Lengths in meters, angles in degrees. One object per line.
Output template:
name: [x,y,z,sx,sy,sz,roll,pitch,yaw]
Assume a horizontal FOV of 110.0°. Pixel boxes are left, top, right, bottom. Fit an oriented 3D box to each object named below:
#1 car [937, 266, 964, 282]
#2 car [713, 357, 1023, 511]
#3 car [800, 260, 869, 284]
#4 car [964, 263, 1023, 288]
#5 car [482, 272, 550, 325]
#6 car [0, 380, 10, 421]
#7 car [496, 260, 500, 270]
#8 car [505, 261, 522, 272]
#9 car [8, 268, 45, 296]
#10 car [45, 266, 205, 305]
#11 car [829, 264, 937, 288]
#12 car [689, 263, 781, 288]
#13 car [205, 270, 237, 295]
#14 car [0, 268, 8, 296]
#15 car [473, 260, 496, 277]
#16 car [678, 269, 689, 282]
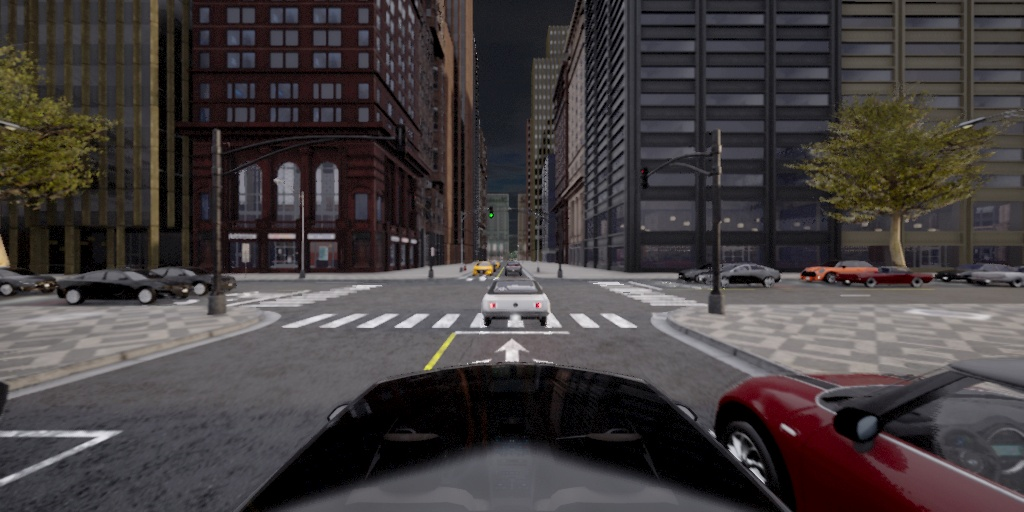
car: [34.650,1.252,26.476,5.357,1.411,2.033,0,0,0]
car: [2.762,1.190,1.593,1.967,1.591,4.097,0,0,0]
car: [24.040,1.078,26.461,4.553,1.767,2.097,0,0,0]
car: [33.020,1.317,23.225,4.718,1.301,1.895,0,0,0]
car: [0.104,1.389,11.957,1.895,1.301,4.718,0,0,0]
car: [-5.763,1.300,1.595,2.007,1.370,4.403,0,0,0]
car: [-3.049,1.366,47.375,2.128,1.511,4.902,0,0,0]
car: [0.140,1.346,40.788,2.128,1.511,4.902,0,0,0]
car: [-27.946,1.373,19.672,4.892,1.490,1.837,0,0,0]
car: [-17.542,1.326,16.444,5.008,1.535,1.882,0,0,-1]
car: [23.896,1.335,23.217,4.718,1.301,1.895,0,0,0]
car: [14.628,1.245,23.210,4.902,1.511,2.128,0,0,-2]
car: [-17.957,1.319,19.690,5.008,1.535,1.882,0,0,0]
car: [-26.822,1.399,16.426,4.674,1.442,1.812,0,0,0]
car: [-3.038,1.324,38.083,1.882,1.535,5.008,0,0,0]
car: [14.844,1.250,26.448,4.892,1.490,1.837,0,0,0]
